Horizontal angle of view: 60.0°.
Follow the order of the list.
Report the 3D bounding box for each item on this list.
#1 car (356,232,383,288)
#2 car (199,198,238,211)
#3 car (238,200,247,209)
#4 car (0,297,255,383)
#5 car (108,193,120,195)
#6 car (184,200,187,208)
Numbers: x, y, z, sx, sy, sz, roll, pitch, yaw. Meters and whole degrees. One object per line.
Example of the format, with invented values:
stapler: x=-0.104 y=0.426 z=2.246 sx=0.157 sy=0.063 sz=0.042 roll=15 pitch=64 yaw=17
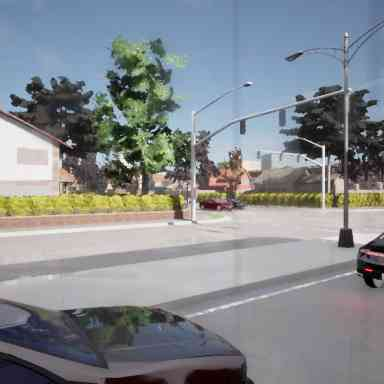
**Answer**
car: x=5.897 y=1.492 z=7.997 sx=4.902 sy=1.511 sz=2.128 roll=0 pitch=0 yaw=-35
car: x=2.896 y=1.478 z=40.265 sx=1.882 sy=1.535 sz=5.008 roll=0 pitch=0 yaw=-36
car: x=4.806 y=1.547 z=43.929 sx=2.033 sy=1.411 sz=5.357 roll=0 pitch=0 yaw=-36
car: x=-2.019 y=1.547 z=2.308 sx=5.357 sy=1.411 sz=2.033 roll=0 pitch=0 yaw=-35
car: x=-14.769 y=1.221 z=64.650 sx=2.150 sy=2.045 sz=5.566 roll=0 pitch=0 yaw=-35
car: x=-2.518 y=1.352 z=47.708 sx=2.097 sy=1.767 sz=4.553 roll=0 pitch=0 yaw=-36
